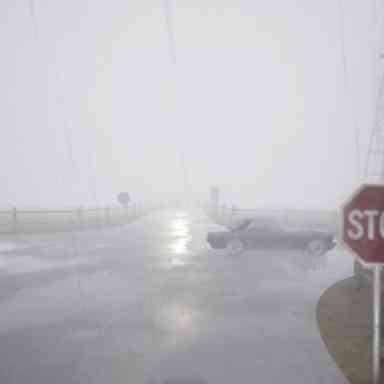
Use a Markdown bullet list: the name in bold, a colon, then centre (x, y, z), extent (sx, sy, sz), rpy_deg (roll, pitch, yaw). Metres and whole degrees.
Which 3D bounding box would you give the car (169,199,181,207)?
- **car**: centre (-3.295, 2.081, 64.386), extent (2.097, 1.767, 4.553), rpy_deg (0, -1, 0)

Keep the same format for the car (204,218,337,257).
- **car**: centre (2.852, 1.645, 12.561), extent (4.718, 1.301, 1.895), rpy_deg (1, 0, 0)
